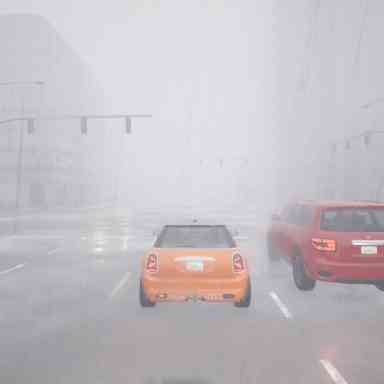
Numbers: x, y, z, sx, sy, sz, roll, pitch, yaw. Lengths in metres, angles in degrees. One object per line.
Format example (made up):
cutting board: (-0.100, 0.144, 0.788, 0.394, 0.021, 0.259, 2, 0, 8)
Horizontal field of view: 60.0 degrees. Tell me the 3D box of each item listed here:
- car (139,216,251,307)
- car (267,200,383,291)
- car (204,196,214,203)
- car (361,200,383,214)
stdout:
car: (0.077, 1.352, 8.115, 2.097, 1.767, 4.553, 0, 0, 1)
car: (3.556, 1.221, 9.134, 2.150, 2.045, 5.566, 0, 0, 3)
car: (3.709, 1.525, 71.099, 1.812, 1.442, 4.674, 0, 0, 0)
car: (20.540, 1.564, 35.269, 4.181, 1.385, 1.994, 0, 0, 1)
